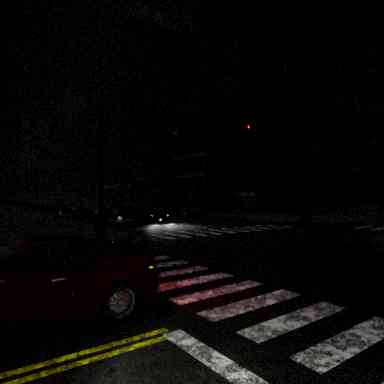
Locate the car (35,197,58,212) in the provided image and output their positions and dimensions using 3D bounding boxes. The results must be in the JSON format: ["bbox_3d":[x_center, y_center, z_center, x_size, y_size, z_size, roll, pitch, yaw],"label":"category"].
[{"bbox_3d":[-16.816,1.563,39.150,1.802,1.307,4.206,0,0,-35],"label":"car"}]

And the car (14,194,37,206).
[{"bbox_3d":[-26.405,1.430,52.617,1.967,1.590,4.097,0,0,-35],"label":"car"}]

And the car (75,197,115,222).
[{"bbox_3d":[-7.226,1.423,25.684,1.967,1.590,4.097,0,0,-35],"label":"car"}]

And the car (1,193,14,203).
[{"bbox_3d":[-39.192,1.556,70.573,1.887,1.381,4.507,0,0,-35],"label":"car"}]

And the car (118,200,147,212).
[{"bbox_3d":[-7.083,1.594,39.317,1.802,1.307,4.206,0,0,-35],"label":"car"}]

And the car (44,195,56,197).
[{"bbox_3d":[-29.458,1.478,70.739,1.967,1.590,4.097,0,0,-35],"label":"car"}]

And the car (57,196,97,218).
[{"bbox_3d":[-10.422,1.421,30.173,1.967,1.590,4.097,0,0,-35],"label":"car"}]

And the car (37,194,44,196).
[{"bbox_3d":[-35.851,1.488,79.718,1.967,1.590,4.097,0,0,-35],"label":"car"}]

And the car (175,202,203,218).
[{"bbox_3d":[-0.689,1.581,30.338,1.947,1.339,4.313,0,0,-35],"label":"car"}]

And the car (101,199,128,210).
[{"bbox_3d":[-10.279,1.579,43.806,1.947,1.339,4.313,0,0,-35],"label":"car"}]

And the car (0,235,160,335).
[{"bbox_3d":[-2.781,1.526,5.684,4.674,1.442,1.812,0,0,-36],"label":"car"}]

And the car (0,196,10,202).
[{"bbox_3d":[-42.389,1.598,75.063,1.802,1.307,4.206,0,0,-35],"label":"car"}]

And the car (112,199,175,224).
[{"bbox_3d":[-3.788,1.541,25.200,2.033,1.411,5.357,0,0,-37],"label":"car"}]

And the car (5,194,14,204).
[{"bbox_3d":[-32.799,1.551,61.595,2.008,1.369,4.403,0,0,-35],"label":"car"}]

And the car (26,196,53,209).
[{"bbox_3d":[-20.012,1.534,43.639,2.008,1.369,4.403,0,0,-35],"label":"car"}]
